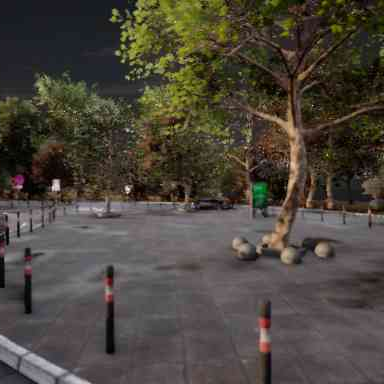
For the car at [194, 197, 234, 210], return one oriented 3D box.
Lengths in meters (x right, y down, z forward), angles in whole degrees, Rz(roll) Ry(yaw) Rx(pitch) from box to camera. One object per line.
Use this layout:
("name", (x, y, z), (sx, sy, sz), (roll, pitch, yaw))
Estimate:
("car", (2.329, 1.203, 35.202), (4.181, 1.385, 1.994), (1, 0, 32))
